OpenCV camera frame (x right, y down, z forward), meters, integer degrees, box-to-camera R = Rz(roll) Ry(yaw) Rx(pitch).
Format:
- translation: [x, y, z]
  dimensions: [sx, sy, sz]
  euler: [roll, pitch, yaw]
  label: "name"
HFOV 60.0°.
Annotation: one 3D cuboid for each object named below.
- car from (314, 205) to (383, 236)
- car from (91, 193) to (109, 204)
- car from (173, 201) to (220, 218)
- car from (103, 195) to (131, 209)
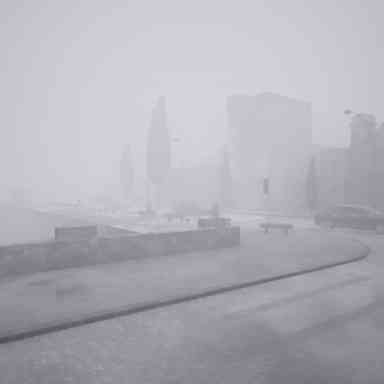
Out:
- translation: [9.414, 1.506, 18.811]
  dimensions: [1.837, 1.490, 4.892]
  euler: [0, 0, -43]
  label: "car"
- translation: [-17.244, 1.221, 62.551]
  dimensions: [2.150, 2.045, 5.566]
  euler: [0, 0, -36]
  label: "car"
- translation: [0.305, 1.547, 30.783]
  dimensions: [2.033, 1.411, 5.357]
  euler: [0, 0, -36]
  label: "car"
- translation: [-9.953, 1.526, 45.171]
  dimensions: [1.812, 1.442, 4.674]
  euler: [0, 0, -36]
  label: "car"
